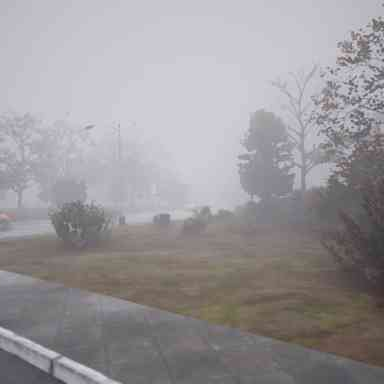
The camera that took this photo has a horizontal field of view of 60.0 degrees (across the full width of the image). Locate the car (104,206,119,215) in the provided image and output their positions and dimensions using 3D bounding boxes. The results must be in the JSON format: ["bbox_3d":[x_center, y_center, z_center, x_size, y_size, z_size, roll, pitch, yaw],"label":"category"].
[{"bbox_3d":[-10.196,2.331,36.486,2.128,1.511,4.902,-3,-2,32],"label":"car"}]

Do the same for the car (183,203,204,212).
[{"bbox_3d":[0.403,2.480,53.296,1.812,1.442,4.674,-3,-2,33],"label":"car"}]

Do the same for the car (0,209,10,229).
[{"bbox_3d":[-16.936,2.164,26.087,2.097,1.767,4.553,-3,-2,33],"label":"car"}]

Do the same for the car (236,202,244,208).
[{"bbox_3d":[8.820,2.229,53.293,2.033,1.411,5.357,-3,-2,32],"label":"car"}]
